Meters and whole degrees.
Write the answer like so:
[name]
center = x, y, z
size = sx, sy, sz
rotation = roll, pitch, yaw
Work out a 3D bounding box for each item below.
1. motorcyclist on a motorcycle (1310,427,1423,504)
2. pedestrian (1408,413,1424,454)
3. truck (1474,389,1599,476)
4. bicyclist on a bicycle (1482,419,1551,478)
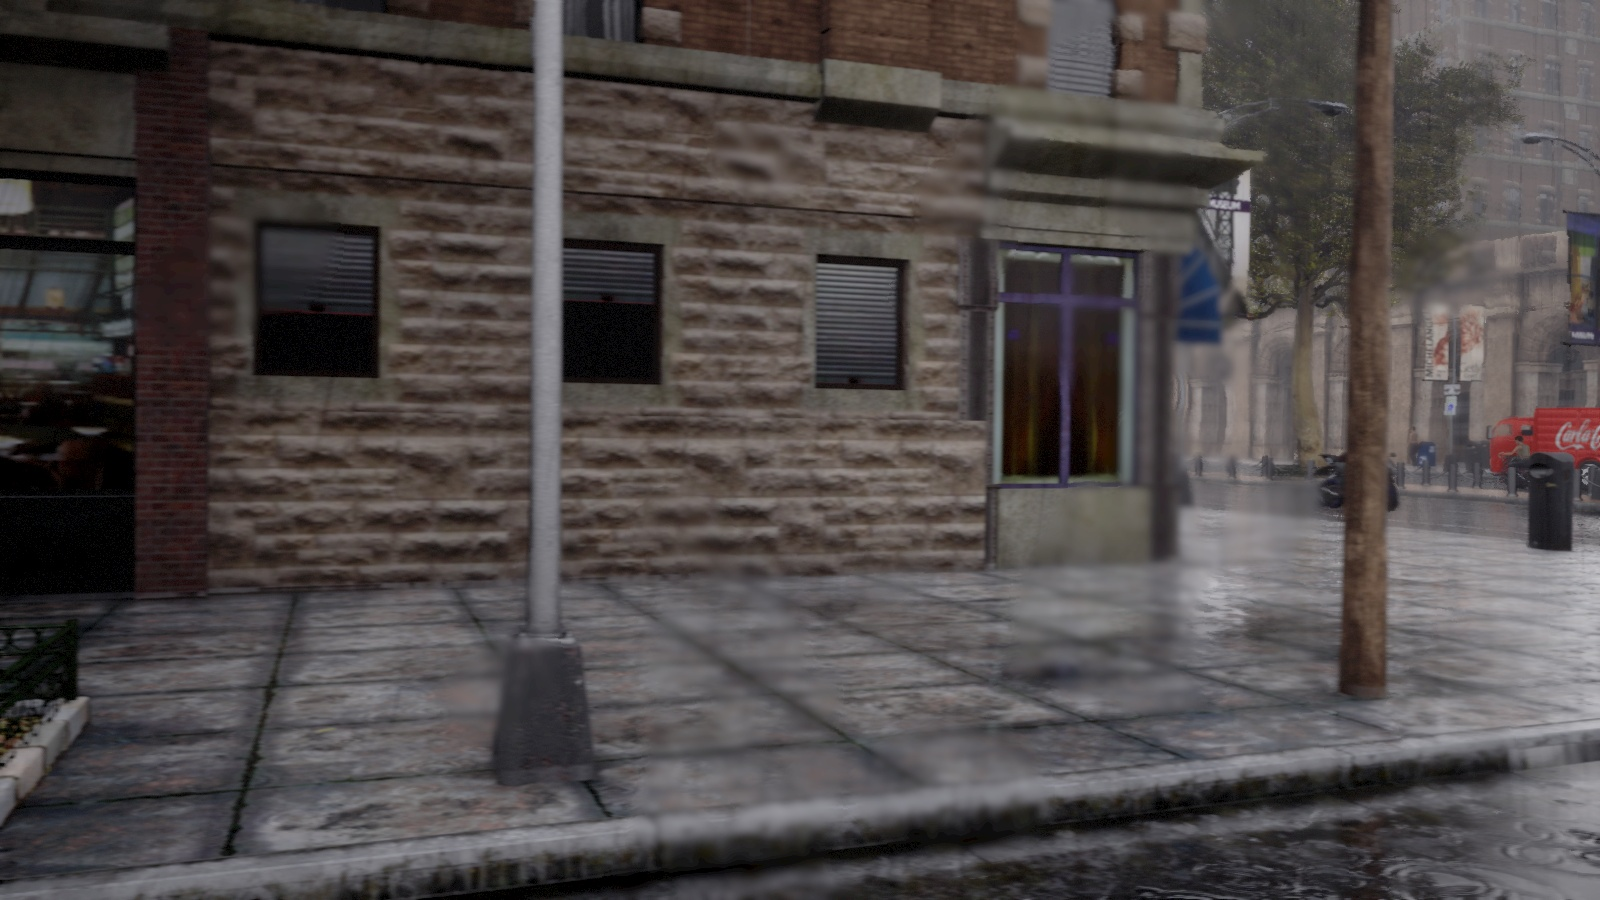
[motorcyclist on a motorcycle]
center = 11.690, 0.292, 25.995
size = 0.866, 1.530, 2.191
rotation = -1, 1, -18
[pedestrian]
center = 27.437, -0.733, 55.934
size = 0.345, 1.836, 0.594
rotation = -1, 1, -20
[truck]
center = 23.377, -0.539, 37.578
size = 2.627, 2.467, 5.204
rotation = -1, 1, -20
[bicyclist on a bicycle]
center = 20.358, -0.053, 35.709
size = 0.866, 1.612, 1.509
rotation = -1, 1, -20
